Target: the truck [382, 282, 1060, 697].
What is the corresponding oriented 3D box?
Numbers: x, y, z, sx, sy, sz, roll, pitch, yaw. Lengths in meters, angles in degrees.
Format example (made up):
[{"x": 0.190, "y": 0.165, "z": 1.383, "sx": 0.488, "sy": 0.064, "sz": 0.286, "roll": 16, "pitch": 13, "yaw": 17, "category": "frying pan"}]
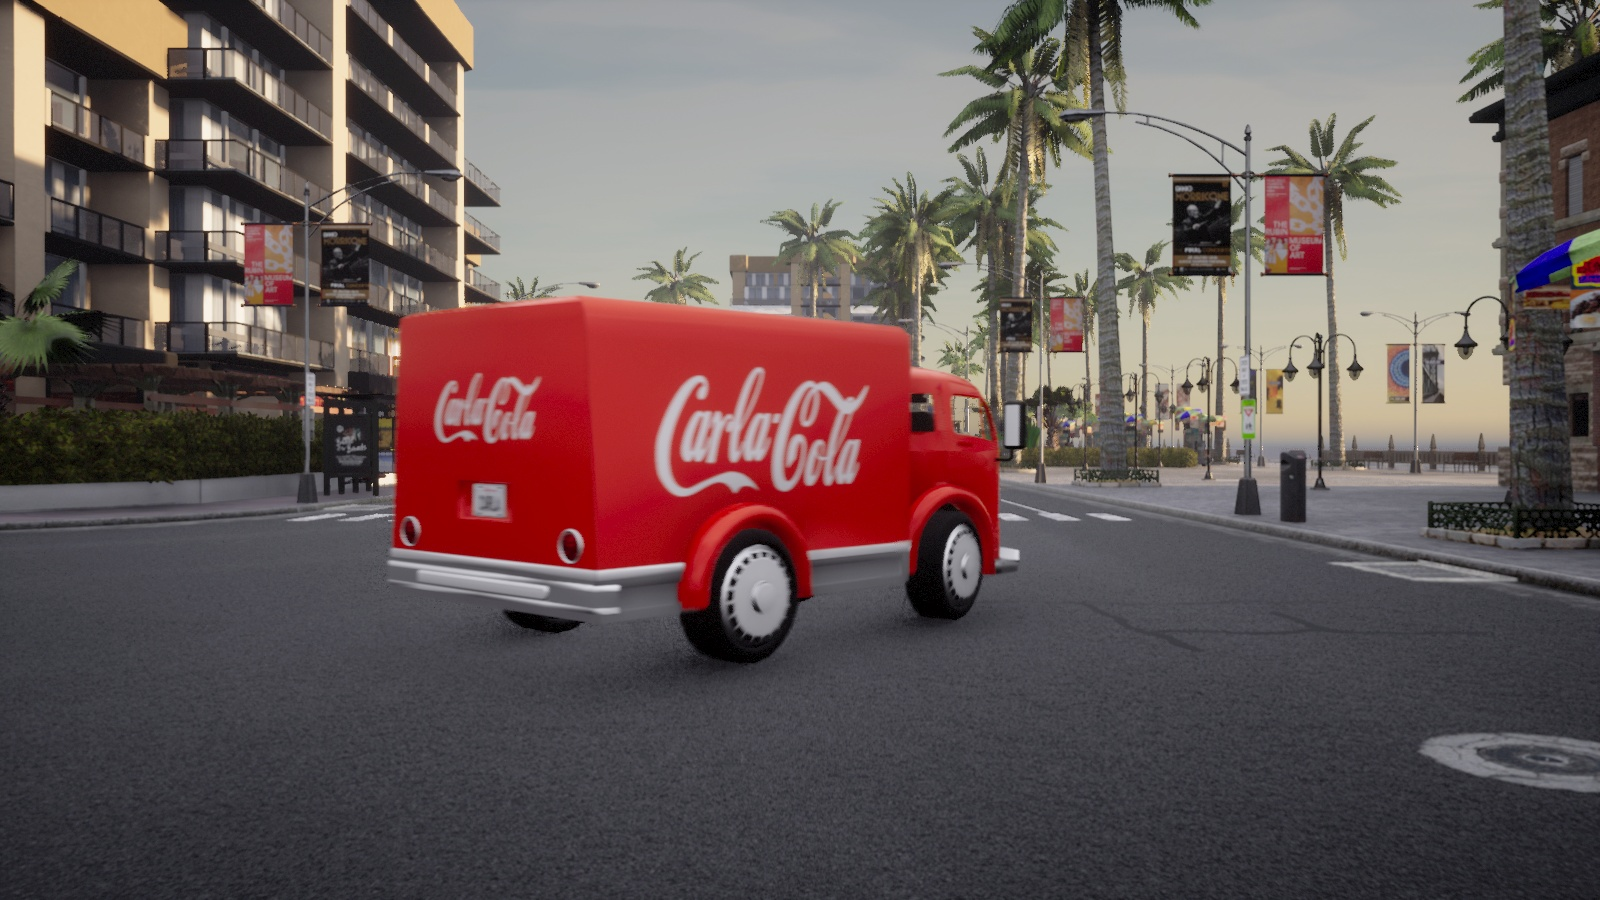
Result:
[{"x": -0.358, "y": 0.221, "z": 10.289, "sx": 2.627, "sy": 2.467, "sz": 5.204, "roll": 1, "pitch": 1, "yaw": 41, "category": "truck"}]
